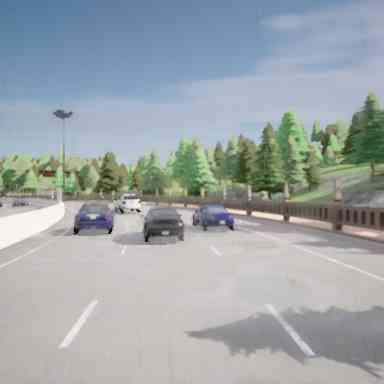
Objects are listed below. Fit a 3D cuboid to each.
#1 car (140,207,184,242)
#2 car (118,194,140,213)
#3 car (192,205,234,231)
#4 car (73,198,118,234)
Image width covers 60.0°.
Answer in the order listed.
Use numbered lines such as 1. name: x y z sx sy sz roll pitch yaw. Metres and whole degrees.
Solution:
1. car: -1.532 1.532 16.775 1.837 1.490 4.892 0 0 -9
2. car: -7.415 1.297 38.031 2.150 2.045 5.566 0 0 -21
3. car: 1.250 1.548 20.823 1.812 1.442 4.674 0 0 -11
4. car: -5.693 1.397 19.814 2.097 1.767 4.553 0 0 -11
